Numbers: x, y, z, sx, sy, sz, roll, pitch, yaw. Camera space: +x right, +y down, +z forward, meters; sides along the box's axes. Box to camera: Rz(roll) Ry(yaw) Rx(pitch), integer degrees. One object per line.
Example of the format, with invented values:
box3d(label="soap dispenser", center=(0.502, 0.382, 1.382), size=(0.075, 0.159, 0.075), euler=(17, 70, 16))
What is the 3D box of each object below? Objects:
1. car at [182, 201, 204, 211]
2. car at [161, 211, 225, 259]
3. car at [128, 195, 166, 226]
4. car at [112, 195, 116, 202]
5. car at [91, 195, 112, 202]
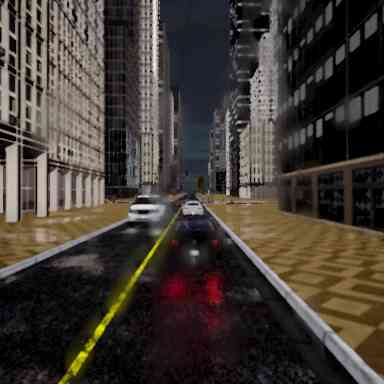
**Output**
box3d(label="car", center=(0.098, 1.537, 30.299), size=(1.812, 1.442, 4.674), euler=(0, 0, 0))
box3d(label="car", center=(0.092, 1.606, 12.563), size=(1.895, 1.301, 4.718), euler=(0, 0, 0))
box3d(label="car", center=(-3.100, 1.231, 23.843), size=(2.150, 2.045, 5.566), euler=(0, 0, 0))
box3d(label="car", center=(-19.201, 1.383, 74.385), size=(4.097, 1.590, 1.967), euler=(0, -1, -1))
box3d(label="car", center=(-18.891, 1.436, 65.748), size=(4.829, 1.417, 1.752), euler=(0, -1, -1))
